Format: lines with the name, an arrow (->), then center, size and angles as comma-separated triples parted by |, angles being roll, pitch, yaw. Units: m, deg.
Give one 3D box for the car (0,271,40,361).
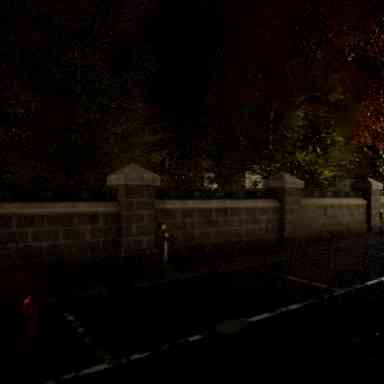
car -> -4.136, 1.544, 3.599 | 4.507, 1.381, 1.887 | 0, 1, -35
